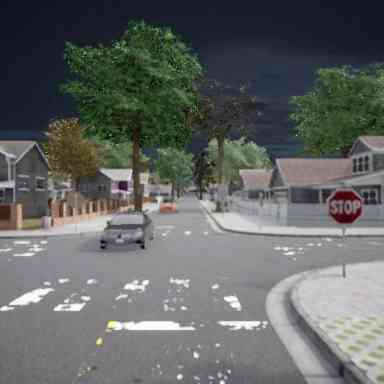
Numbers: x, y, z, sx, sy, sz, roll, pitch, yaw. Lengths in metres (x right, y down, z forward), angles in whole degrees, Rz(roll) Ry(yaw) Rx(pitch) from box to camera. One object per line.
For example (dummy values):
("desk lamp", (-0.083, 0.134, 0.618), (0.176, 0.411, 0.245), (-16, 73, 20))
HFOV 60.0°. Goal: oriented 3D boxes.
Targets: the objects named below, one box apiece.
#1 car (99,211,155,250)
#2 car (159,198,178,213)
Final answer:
("car", (-2.753, 1.623, 14.972), (1.812, 1.442, 4.674), (0, 0, 0))
("car", (-2.753, 1.575, 39.705), (2.097, 1.767, 4.553), (0, 0, 0))
